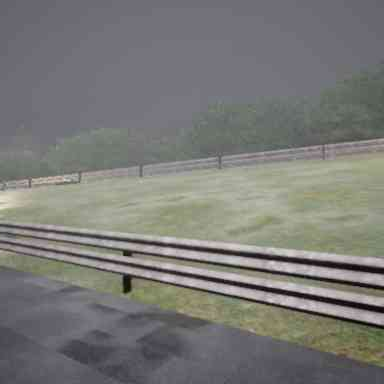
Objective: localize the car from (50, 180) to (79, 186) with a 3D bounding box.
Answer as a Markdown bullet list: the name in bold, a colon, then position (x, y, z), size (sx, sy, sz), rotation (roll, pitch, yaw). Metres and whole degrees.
- **car**: position (-20.899, -1.279, 54.414), size (4.718, 1.301, 1.895), rotation (-4, -2, 27)
